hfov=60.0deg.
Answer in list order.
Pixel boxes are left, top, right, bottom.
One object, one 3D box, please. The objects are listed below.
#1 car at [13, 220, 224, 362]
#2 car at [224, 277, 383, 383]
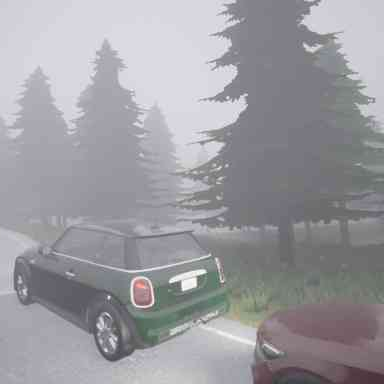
[{"bbox_3d":[-1.573,1.309,6.205,4.553,1.767,2.097,1,1,44],"label":"car"},{"bbox_3d":[2.760,1.532,2.589,4.674,1.442,1.812,1,0,36],"label":"car"}]
